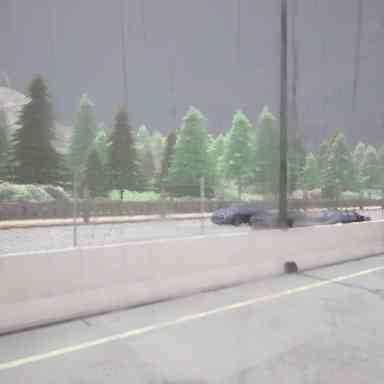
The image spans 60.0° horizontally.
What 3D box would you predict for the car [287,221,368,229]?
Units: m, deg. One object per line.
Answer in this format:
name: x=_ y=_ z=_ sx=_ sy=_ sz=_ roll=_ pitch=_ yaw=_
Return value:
car: x=7.747 y=1.645 z=18.111 sx=5.357 sy=1.411 sz=2.033 roll=0 pitch=0 yaw=-35
